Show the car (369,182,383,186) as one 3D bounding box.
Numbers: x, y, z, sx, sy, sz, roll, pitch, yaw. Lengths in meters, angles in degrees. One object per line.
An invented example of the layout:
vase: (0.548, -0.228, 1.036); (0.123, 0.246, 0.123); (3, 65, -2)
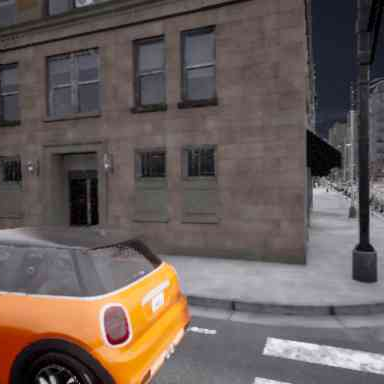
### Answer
car: (23.591, -0.156, 41.680); (1.882, 1.535, 5.008); (0, 2, 20)

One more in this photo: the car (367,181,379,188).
car: (44.673, -1.795, 82.231); (1.967, 1.590, 4.097); (0, 2, 20)

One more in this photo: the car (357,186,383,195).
car: (15.549, 0.462, 28.179); (1.887, 1.381, 4.507); (0, 2, 20)

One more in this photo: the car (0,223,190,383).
car: (-2.408, 1.255, 4.377); (4.553, 1.767, 2.097); (0, 1, 18)

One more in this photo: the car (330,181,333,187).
car: (32.831, -1.358, 74.810); (1.967, 1.590, 4.097); (0, 2, 20)

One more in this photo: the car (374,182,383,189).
car: (40.831, -1.415, 71.865); (1.967, 1.590, 4.097); (0, 2, 20)

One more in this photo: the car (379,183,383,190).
car: (38.912, -1.099, 66.687); (1.947, 1.339, 4.313); (0, 2, 20)

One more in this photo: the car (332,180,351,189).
car: (28.989, -1.102, 64.443); (2.192, 1.841, 5.009); (0, 2, 20)

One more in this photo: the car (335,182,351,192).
car: (27.071, -0.660, 59.269); (1.947, 1.339, 4.313); (0, 2, 20)

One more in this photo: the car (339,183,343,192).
car: (23.230, -0.278, 48.906); (1.947, 1.339, 4.313); (0, 2, 20)

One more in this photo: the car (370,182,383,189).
car: (42.752, -1.605, 77.048); (1.967, 1.590, 4.097); (0, 2, 20)

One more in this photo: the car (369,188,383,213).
car: (13.629, 0.658, 22.998); (2.008, 1.369, 4.403); (0, 2, 20)

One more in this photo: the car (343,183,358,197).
car: (21.251, -0.122, 43.564); (1.752, 1.417, 4.829); (0, 2, 20)
